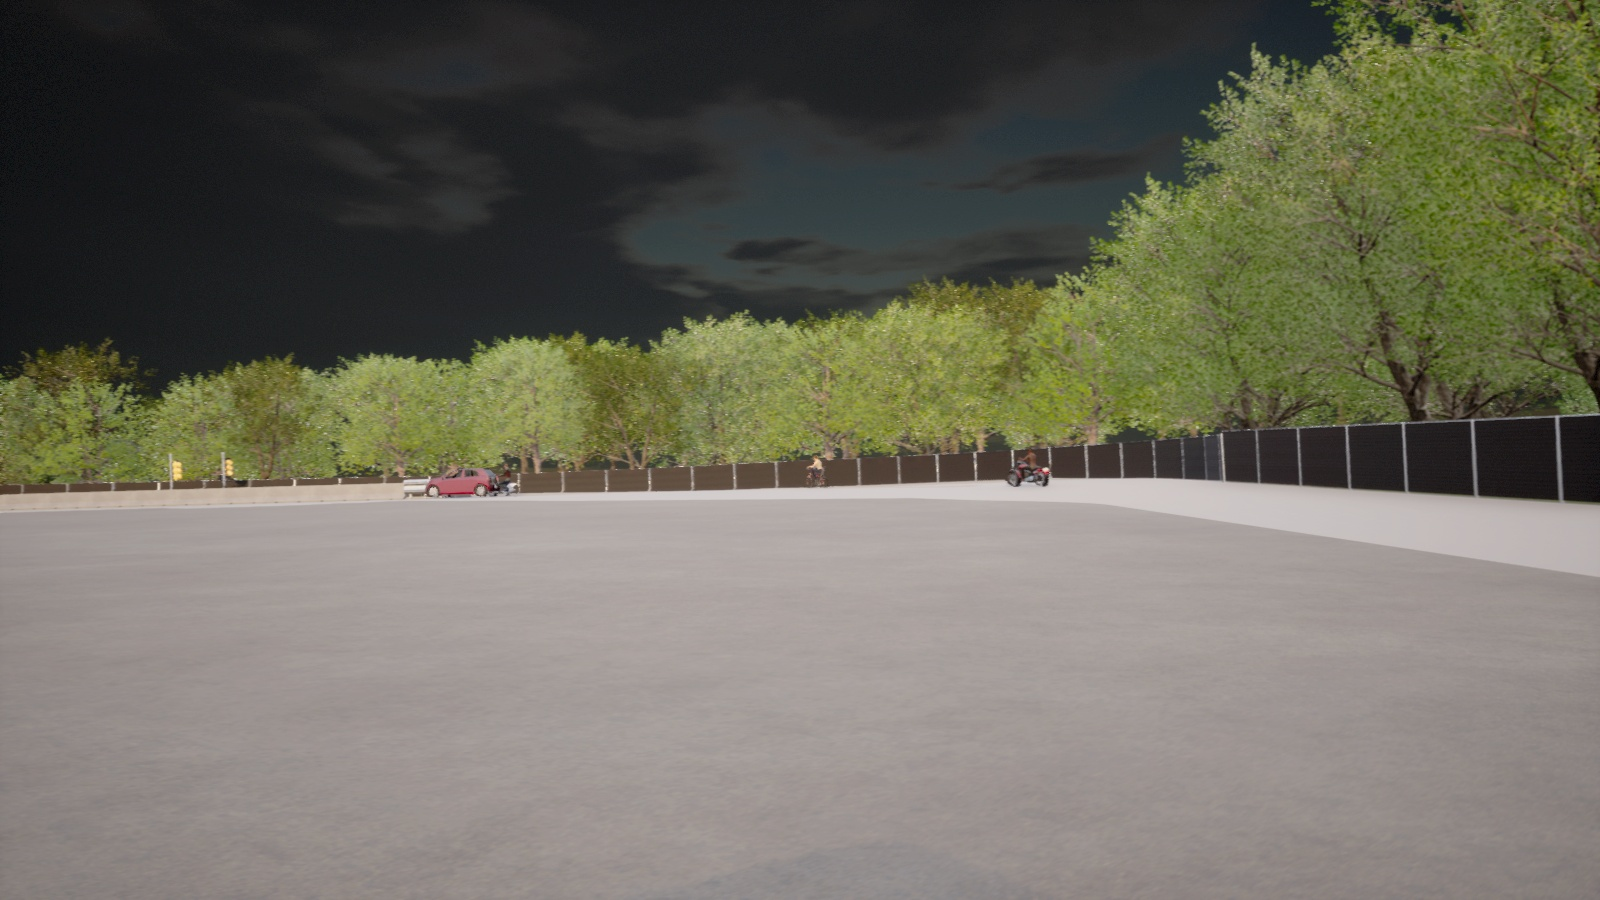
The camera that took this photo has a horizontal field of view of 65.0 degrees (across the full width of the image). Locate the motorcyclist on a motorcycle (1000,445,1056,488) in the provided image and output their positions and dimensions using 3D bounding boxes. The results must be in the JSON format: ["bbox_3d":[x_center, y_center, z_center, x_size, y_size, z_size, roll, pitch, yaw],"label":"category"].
[{"bbox_3d":[9.284,0.681,51.177,0.766,1.649,2.350,-3,0,-32],"label":"motorcyclist on a motorcycle"}]

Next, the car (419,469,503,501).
[{"bbox_3d":[-17.176,1.788,63.741,3.633,1.501,1.845,-2,-2,8],"label":"car"}]

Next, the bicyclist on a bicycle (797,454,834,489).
[{"bbox_3d":[0.740,1.057,60.415,1.509,1.612,0.866,-2,0,38],"label":"bicyclist on a bicycle"}]
